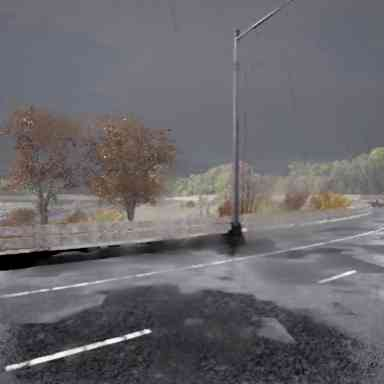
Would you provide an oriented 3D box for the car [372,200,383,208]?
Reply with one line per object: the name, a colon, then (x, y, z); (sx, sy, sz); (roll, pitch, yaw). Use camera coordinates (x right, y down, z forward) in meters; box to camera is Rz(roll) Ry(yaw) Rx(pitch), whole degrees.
car: (37.673, 2.462, 66.807); (1.837, 1.490, 4.892); (0, -1, 12)
